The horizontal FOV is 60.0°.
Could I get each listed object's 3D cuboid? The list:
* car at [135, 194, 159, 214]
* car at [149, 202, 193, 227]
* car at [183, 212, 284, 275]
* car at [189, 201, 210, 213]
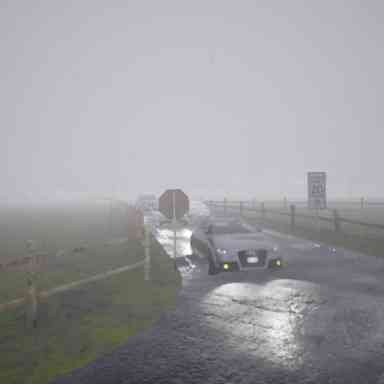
[{"bbox_3d":[-4.738,1.243,35.024,2.150,2.045,5.566,-1,1,-16],"label":"car"},{"bbox_3d":[-1.586,1.600,23.139,1.895,1.301,4.718,-1,0,-14],"label":"car"},{"bbox_3d":[1.170,1.545,10.442,1.994,1.385,4.181,-1,0,-11],"label":"car"},{"bbox_3d":[0.128,1.474,28.086,1.812,1.442,4.674,-1,0,-15],"label":"car"}]
